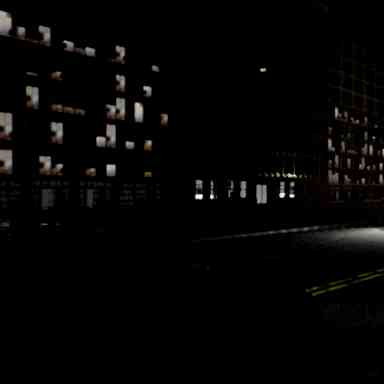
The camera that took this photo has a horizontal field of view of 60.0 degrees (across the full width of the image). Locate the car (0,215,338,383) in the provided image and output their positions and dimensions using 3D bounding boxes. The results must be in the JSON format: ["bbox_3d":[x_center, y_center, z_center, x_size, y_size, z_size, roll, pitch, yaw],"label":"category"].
[{"bbox_3d":[-1.207,1.220,2.579,5.566,2.045,2.150,0,0,-36],"label":"car"}]
